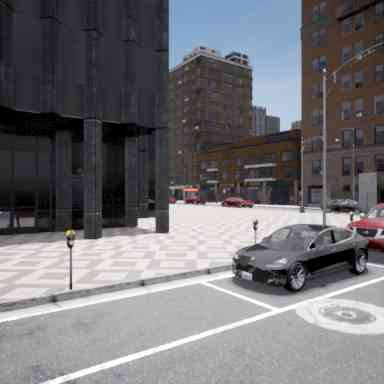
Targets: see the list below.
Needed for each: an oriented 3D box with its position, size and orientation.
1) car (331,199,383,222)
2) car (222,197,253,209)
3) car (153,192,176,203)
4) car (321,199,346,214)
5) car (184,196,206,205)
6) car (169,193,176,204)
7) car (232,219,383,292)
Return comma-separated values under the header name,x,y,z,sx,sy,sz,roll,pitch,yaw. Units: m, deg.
name,x,y,z,sx,sy,sz,roll,pitch,yaw
car,7.627,1.314,12.225,5.009,1.841,2.192,0,0,-36
car,6.101,1.435,44.770,1.882,1.535,5.008,0,0,-35
car,-5.577,1.133,67.077,2.150,2.045,5.566,0,0,-35
car,14.877,1.447,32.071,2.128,1.511,4.902,0,0,-36
car,0.435,1.418,58.465,1.882,1.535,5.008,0,0,-35
car,-4.707,1.436,60.549,1.882,1.535,5.008,0,0,-35
car,3.039,1.565,8.944,4.313,1.339,1.947,0,0,-36
